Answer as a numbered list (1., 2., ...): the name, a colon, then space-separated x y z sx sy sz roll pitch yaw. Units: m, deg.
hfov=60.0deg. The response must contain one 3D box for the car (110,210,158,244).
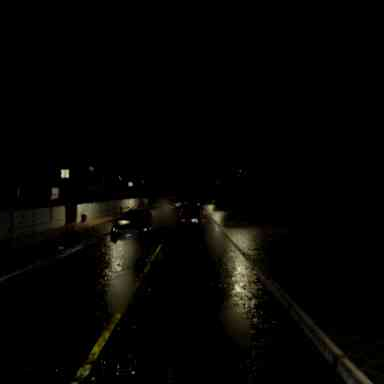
1. car: -2.753 1.645 16.741 1.812 1.442 4.674 0 0 0

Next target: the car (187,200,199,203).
1. car: 0.091 1.786 40.571 1.837 1.490 4.892 0 -1 0

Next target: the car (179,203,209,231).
1. car: 0.096 1.700 21.545 2.033 1.411 5.357 0 0 0
